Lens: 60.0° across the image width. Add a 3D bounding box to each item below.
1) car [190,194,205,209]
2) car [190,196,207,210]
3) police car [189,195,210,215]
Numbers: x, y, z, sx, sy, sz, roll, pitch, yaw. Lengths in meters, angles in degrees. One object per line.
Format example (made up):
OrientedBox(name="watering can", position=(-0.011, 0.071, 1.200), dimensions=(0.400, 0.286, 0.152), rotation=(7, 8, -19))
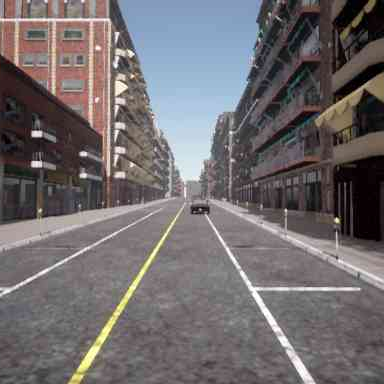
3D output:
OrientedBox(name="car", position=(0.821, 1.414, 50.571), dimensions=(2.150, 2.045, 5.566), rotation=(0, 0, 0))
OrientedBox(name="car", position=(0.822, 1.434, 44.506), dimensions=(2.097, 1.767, 4.553), rotation=(0, 0, 0))
OrientedBox(name="police car", position=(0.825, 1.479, 34.643), dimensions=(1.930, 1.638, 5.238), rotation=(0, 0, 0))
